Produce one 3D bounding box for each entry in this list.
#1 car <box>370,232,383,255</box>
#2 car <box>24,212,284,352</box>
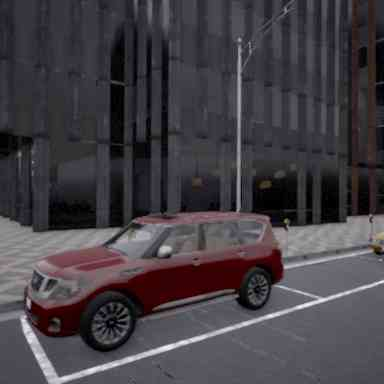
[{"bbox_3d":[8.668,1.661,12.837,4.829,1.417,1.752,1,0,-36],"label":"car"},{"bbox_3d":[-0.367,1.346,6.389,5.009,1.841,2.192,1,0,-36],"label":"car"}]
